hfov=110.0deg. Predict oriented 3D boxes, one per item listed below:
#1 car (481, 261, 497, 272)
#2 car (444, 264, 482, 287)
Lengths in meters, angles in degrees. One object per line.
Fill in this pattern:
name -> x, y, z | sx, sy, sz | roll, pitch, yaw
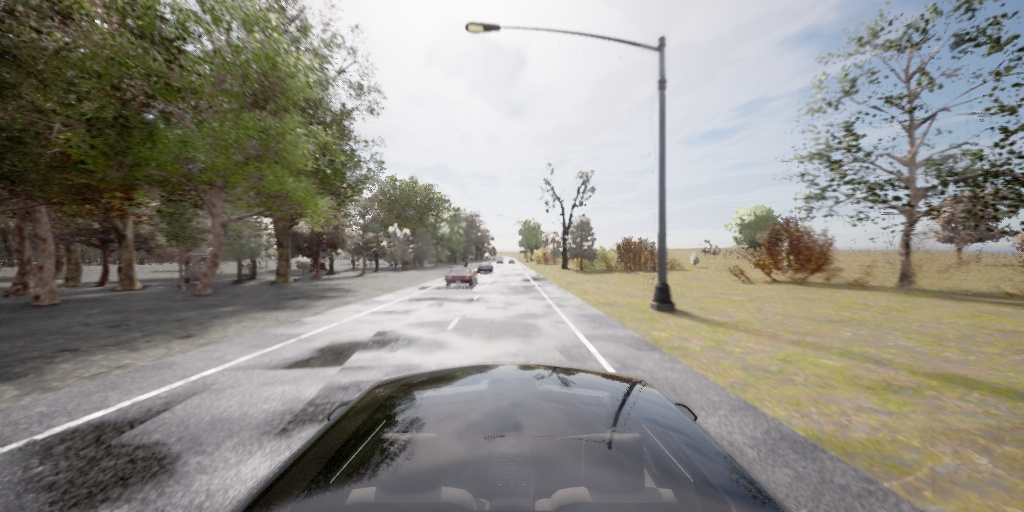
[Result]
car -> -3.548, 1.512, 49.135 | 1.994, 1.385, 4.181 | 0, 0, 0
car -> -3.524, 1.456, 25.807 | 1.895, 1.301, 4.718 | 0, 0, 0
